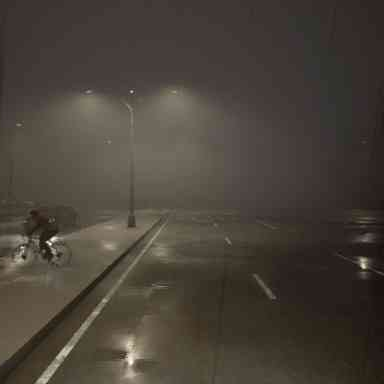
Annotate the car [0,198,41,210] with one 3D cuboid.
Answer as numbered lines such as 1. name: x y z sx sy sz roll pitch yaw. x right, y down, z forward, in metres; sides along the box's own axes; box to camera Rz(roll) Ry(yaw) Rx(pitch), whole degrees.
1. car: -22.501 1.525 42.838 4.674 1.442 1.812 0 0 0

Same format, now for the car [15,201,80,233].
1. car: -8.225 1.505 19.887 1.837 1.490 4.892 0 0 0

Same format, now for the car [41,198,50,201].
1. car: -20.850 1.564 46.335 4.181 1.385 1.994 0 0 0

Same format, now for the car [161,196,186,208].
1. car: -3.512 1.352 46.386 4.553 1.767 2.097 0 0 0

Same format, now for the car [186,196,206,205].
1. car: -0.092 1.492 57.106 4.902 1.511 2.128 0 0 0

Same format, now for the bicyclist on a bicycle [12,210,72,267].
1. bicyclist on a bicycle: -4.207 1.316 9.283 1.656 1.620 0.582 -2 0 -2

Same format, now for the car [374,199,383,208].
1. car: 27.823 1.564 46.481 4.181 1.385 1.994 0 0 0

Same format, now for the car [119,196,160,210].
1. car: -6.874 1.477 42.877 5.008 1.535 1.882 0 0 0
